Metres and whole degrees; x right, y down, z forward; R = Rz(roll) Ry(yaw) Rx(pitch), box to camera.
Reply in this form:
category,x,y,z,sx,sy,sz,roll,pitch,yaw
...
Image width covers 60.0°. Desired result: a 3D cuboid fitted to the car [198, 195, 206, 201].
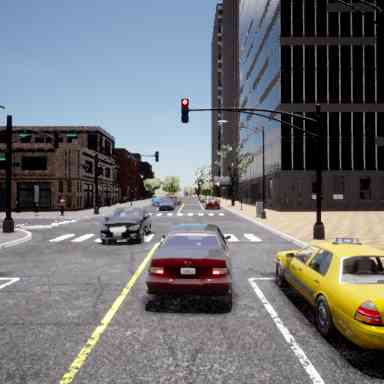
category,x,y,z,sx,sy,sz,roll,pitch,yaw
car,2.683,1.580,88.434,1.887,1.381,4.507,1,0,0

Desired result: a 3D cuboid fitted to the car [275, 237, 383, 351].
category,x,y,z,sx,sy,sz,roll,pitch,yaw
car,2.837,1.527,6.377,1.752,1.417,4.829,1,0,0

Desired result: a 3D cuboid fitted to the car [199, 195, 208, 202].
category,x,y,z,sx,sy,sz,roll,pitch,yaw
car,2.686,1.556,77.534,1.752,1.417,4.829,1,0,0

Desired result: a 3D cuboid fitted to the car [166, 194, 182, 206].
category,x,y,z,sx,sy,sz,roll,pitch,yaw
car,-3.098,1.372,56.219,2.097,1.767,4.553,0,0,0

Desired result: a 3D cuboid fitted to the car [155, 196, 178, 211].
category,x,y,z,sx,sy,sz,roll,pitch,yaw
car,-3.117,1.562,41.651,2.033,1.411,5.357,0,0,-1

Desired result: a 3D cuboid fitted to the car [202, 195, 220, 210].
category,x,y,z,sx,sy,sz,roll,pitch,yaw
car,2.694,1.456,44.155,1.967,1.590,4.097,1,0,0

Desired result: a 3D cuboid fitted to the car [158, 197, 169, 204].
category,x,y,z,sx,sy,sz,roll,pitch,yaw
car,-5.693,1.607,66.306,1.802,1.307,4.206,1,0,0

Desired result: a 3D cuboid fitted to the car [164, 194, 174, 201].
category,x,y,z,sx,sy,sz,roll,pitch,yaw
car,-5.692,1.348,82.909,2.192,1.841,5.009,1,0,0

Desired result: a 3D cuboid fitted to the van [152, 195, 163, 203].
category,x,y,z,sx,sy,sz,roll,pitch,yaw
van,-5.687,1.362,55.237,1.690,1.788,3.998,1,0,0

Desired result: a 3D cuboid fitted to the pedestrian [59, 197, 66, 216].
category,x,y,z,sx,sy,sz,roll,pitch,yaw
pedestrian,-12.551,1.369,32.147,0.375,1.860,0.375,0,0,1

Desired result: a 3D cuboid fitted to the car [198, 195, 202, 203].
category,x,y,z,sx,sy,sz,roll,pitch,yaw
car,2.687,1.553,72.000,1.752,1.417,4.829,1,0,0

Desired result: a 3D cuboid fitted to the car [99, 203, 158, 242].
category,x,y,z,sx,sy,sz,roll,pitch,yaw
car,-3.106,1.497,16.304,2.128,1.511,4.902,0,0,0

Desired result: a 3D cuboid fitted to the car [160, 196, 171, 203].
category,x,y,z,sx,sy,sz,roll,pitch,yaw
car,-5.694,1.594,71.840,1.947,1.339,4.313,1,0,0

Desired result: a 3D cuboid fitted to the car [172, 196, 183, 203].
category,x,y,z,sx,sy,sz,roll,pitch,yaw
car,-3.015,1.529,69.455,2.128,1.511,4.902,0,0,0

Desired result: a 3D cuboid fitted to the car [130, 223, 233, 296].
category,x,y,z,sx,sy,sz,roll,pitch,yaw
car,0.074,1.550,8.828,2.033,1.411,5.357,0,0,3
